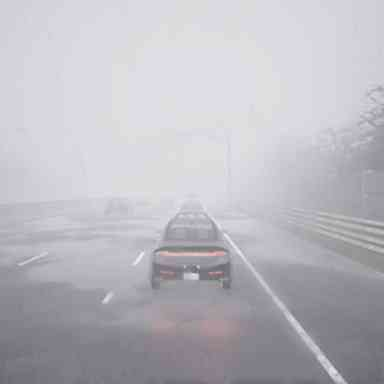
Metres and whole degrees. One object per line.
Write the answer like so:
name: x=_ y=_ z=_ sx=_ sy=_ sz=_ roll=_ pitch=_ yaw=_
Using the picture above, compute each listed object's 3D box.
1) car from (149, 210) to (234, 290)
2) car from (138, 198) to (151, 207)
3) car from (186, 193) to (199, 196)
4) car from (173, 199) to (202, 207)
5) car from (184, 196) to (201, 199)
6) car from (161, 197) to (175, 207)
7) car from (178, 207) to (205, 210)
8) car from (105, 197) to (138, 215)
car: x=-0.013 y=1.467 z=8.994 sx=2.128 sy=1.511 sz=4.902 roll=0 pitch=0 yaw=0
car: x=-6.963 y=1.479 z=47.735 sx=1.895 sy=1.301 sz=4.718 roll=0 pitch=0 yaw=0
car: x=0.040 y=1.102 z=47.428 sx=2.150 sy=2.045 sz=5.566 roll=0 pitch=0 yaw=0
car: x=-0.031 y=1.488 z=23.542 sx=2.033 sy=1.411 sz=5.357 roll=0 pitch=0 yaw=0
car: x=0.052 y=1.472 z=35.949 sx=1.994 sy=1.385 sz=4.181 roll=0 pitch=0 yaw=0
car: x=-3.462 y=1.425 z=47.971 sx=2.033 sy=1.411 sz=5.357 roll=0 pitch=0 yaw=0
car: x=-0.018 y=1.563 z=15.230 sx=1.895 sy=1.301 sz=4.718 roll=0 pitch=0 yaw=0
car: x=-6.942 y=1.270 z=32.297 sx=2.097 sy=1.767 sz=4.553 roll=0 pitch=0 yaw=0
